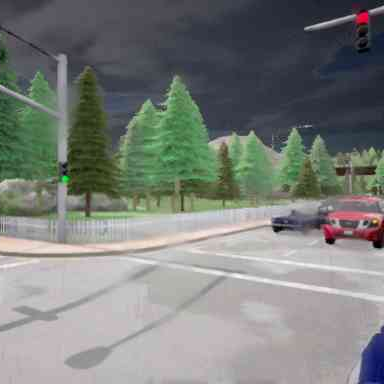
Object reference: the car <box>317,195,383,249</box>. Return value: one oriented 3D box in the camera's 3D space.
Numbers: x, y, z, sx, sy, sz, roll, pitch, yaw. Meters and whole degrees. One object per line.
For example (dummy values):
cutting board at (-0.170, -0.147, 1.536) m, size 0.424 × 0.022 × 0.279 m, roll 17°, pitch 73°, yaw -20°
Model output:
car at (7.765, 1.260, 15.406) m, size 2.150 × 2.045 × 5.566 m, roll 0°, pitch 0°, yaw 35°

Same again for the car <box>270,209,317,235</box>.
car at (6.204, 1.648, 19.259) m, size 1.895 × 1.301 × 4.718 m, roll 0°, pitch 0°, yaw 35°

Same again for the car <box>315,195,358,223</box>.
car at (12.093, 1.289, 27.577) m, size 2.150 × 2.045 × 5.566 m, roll 0°, pitch 0°, yaw 36°

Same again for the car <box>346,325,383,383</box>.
car at (3.347, 1.606, 1.674) m, size 4.718 × 1.301 × 1.895 m, roll 0°, pitch 0°, yaw 35°
